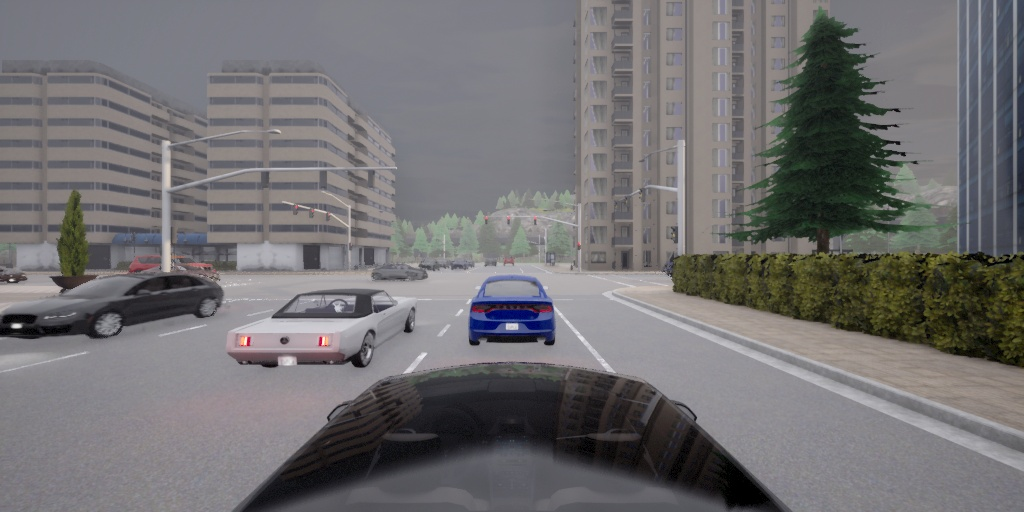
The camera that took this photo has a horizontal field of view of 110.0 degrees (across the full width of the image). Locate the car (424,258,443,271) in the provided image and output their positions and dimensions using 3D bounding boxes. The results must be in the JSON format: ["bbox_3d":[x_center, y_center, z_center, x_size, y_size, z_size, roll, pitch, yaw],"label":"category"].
[{"bbox_3d":[-11.011,1.102,47.891,2.097,1.767,4.553,0,0,0],"label":"car"}]

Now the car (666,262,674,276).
[{"bbox_3d":[15.120,1.351,28.233,4.718,1.301,1.895,0,0,0],"label":"car"}]

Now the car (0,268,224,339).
[{"bbox_3d":[-10.650,1.255,10.121,1.837,1.490,4.892,0,0,0],"label":"car"}]

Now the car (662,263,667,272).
[{"bbox_3d":[17.893,0.971,35.428,5.566,2.045,2.150,0,0,0],"label":"car"}]

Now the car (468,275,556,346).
[{"bbox_3d":[-0.004,1.228,9.481,1.882,1.535,5.008,0,0,0],"label":"car"}]

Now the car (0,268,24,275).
[{"bbox_3d":[-37.182,1.298,24.788,5.357,1.411,2.033,0,0,0],"label":"car"}]

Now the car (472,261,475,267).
[{"bbox_3d":[-7.610,1.297,62.551,2.033,1.411,5.357,0,0,1],"label":"car"}]

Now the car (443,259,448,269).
[{"bbox_3d":[-11.083,1.255,56.976,1.837,1.490,4.892,0,0,0],"label":"car"}]

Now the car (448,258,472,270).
[{"bbox_3d":[-7.546,1.102,52.110,2.097,1.767,4.553,0,0,0],"label":"car"}]

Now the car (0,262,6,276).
[{"bbox_3d":[-53.615,1.314,35.507,4.181,1.385,1.994,0,0,0],"label":"car"}]

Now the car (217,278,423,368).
[{"bbox_3d":[-3.496,1.351,7.815,1.895,1.301,4.718,0,0,0],"label":"car"}]

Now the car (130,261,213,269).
[{"bbox_3d":[-22.854,1.276,24.694,4.674,1.442,1.812,0,0,1],"label":"car"}]

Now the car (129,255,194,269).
[{"bbox_3d":[-26.715,0.970,28.279,5.566,2.045,2.150,0,0,0],"label":"car"}]

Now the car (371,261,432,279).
[{"bbox_3d":[-8.822,1.314,28.257,4.181,1.385,1.994,0,0,0],"label":"car"}]
